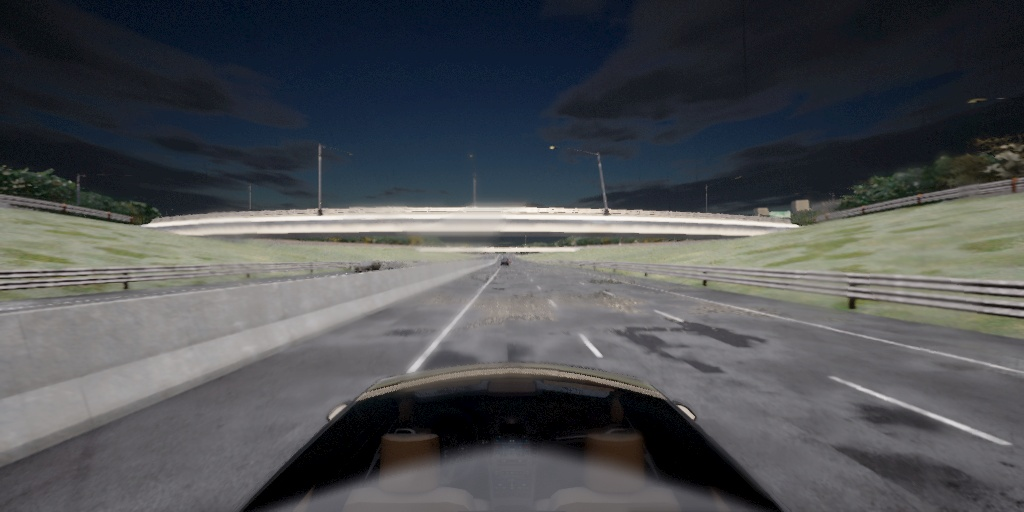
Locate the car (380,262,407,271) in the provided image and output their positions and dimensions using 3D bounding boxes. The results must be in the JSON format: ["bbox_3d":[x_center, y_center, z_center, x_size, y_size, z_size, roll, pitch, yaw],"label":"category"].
[{"bbox_3d":[-14.217,1.375,44.119,1.994,1.385,4.181,0,0,0],"label":"car"}]

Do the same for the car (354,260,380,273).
[{"bbox_3d":[-17.717,1.292,44.385,1.882,1.535,5.008,0,0,0],"label":"car"}]

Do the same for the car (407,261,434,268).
[{"bbox_3d":[-10.713,1.357,43.806,2.033,1.411,5.357,0,0,0],"label":"car"}]
